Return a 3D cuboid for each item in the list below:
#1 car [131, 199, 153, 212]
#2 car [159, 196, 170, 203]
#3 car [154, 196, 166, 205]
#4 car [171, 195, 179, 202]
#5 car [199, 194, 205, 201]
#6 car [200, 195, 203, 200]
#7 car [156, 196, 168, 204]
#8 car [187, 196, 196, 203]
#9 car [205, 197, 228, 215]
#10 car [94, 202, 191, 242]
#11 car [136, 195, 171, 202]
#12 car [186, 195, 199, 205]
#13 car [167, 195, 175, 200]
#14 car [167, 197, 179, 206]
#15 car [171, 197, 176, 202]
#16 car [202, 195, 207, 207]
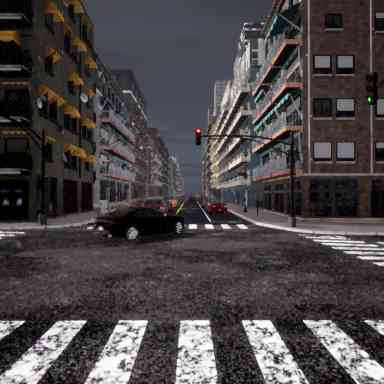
[{"bbox_3d":[-5.811,1.554,39.048,1.887,1.381,4.507,1,0,0],"label":"car"},{"bbox_3d":[-5.920,1.568,72.189,1.887,1.381,4.507,1,0,0],"label":"car"},{"bbox_3d":[-5.883,1.543,60.972,1.752,1.417,4.829,1,0,0],"label":"car"},{"bbox_3d":[-3.246,1.365,47.366,2.097,1.767,4.553,0,0,0],"label":"car"},{"bbox_3d":[2.732,1.380,81.851,2.097,1.767,4.553,0,0,0],"label":"car"},{"bbox_3d":[2.533,1.596,50.108,1.802,1.307,4.206,1,0,0],"label":"car"},{"bbox_3d":[-5.902,1.572,66.665,2.008,1.369,4.403,1,0,0],"label":"car"},{"bbox_3d":[-0.151,1.623,70.025,1.895,1.301,4.718,0,0,0],"label":"car"},{"bbox_3d":[2.588,1.553,33.538,1.887,1.381,4.507,1,0,0],"label":"car"},{"bbox_3d":[-2.475,1.481,16.743,1.882,1.535,5.008,1,1,41],"label":"car"},{"bbox_3d":[-3.166,1.359,28.084,2.097,1.767,4.553,0,0,-1],"label":"car"},{"bbox_3d":[-0.097,1.522,59.798,1.837,1.490,4.892,0,0,0],"label":"car"},{"bbox_3d":[-5.992,1.587,94.282,2.008,1.369,4.403,1,0,0],"label":"car"},{"bbox_3d":[-3.249,1.617,57.224,1.895,1.301,4.718,0,0,0],"label":"car"},{"bbox_3d":[-3.224,1.557,37.576,2.033,1.411,5.357,0,0,0],"label":"car"},{"bbox_3d":[2.571,1.450,39.062,1.967,1.590,4.097,1,0,0],"label":"car"}]
